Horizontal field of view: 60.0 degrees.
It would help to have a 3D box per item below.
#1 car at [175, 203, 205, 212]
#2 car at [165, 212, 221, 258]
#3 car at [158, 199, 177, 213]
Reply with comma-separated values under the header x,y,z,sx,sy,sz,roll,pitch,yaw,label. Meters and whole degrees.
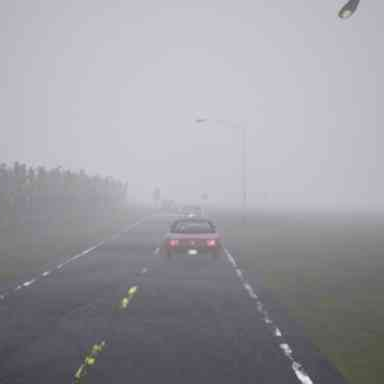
x,y,z,sx,sy,sz,roll,pitch,yaw,label
0.007,1.727,26.111,2.033,1.411,5.357,0,0,0,car
0.041,1.692,13.099,1.895,1.301,4.718,0,0,0,car
-2.876,1.622,40.548,2.097,1.767,4.553,0,0,0,car
